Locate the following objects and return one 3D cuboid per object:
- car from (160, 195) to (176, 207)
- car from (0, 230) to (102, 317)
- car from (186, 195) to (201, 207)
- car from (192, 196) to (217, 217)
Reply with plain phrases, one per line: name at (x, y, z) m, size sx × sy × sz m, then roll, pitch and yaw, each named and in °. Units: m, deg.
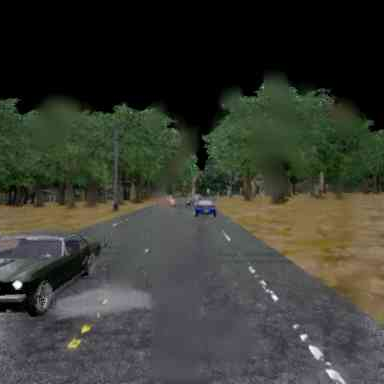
car at (-3.474, 1.274, 48.467) m, size 2.097 × 1.767 × 4.553 m, roll 0°, pitch 0°, yaw 1°
car at (-3.598, 1.613, 7.625) m, size 1.895 × 1.301 × 4.718 m, roll 0°, pitch 0°, yaw 0°
car at (0.108, 1.510, 50.595) m, size 1.895 × 1.301 × 4.718 m, roll 0°, pitch 0°, yaw 2°
car at (1.233, 1.456, 31.252) m, size 1.882 × 1.535 × 5.008 m, roll 0°, pitch 0°, yaw 0°
